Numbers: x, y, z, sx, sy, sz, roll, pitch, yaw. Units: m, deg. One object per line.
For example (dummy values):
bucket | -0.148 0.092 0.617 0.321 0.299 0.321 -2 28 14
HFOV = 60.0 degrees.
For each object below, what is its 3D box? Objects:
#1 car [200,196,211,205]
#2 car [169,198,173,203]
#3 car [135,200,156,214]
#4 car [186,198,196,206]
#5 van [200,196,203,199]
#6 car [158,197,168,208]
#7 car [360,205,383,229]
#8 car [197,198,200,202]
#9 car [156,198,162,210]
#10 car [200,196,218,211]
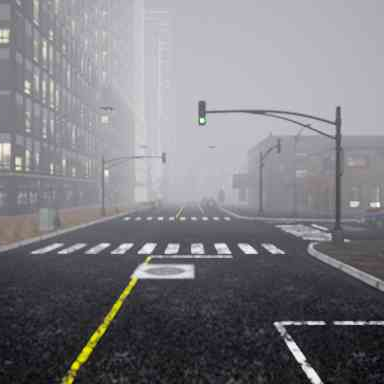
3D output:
car | 2.955 1.804 72.793 2.150 2.045 5.566 0 0 0
car | -5.848 2.210 86.227 1.752 1.417 4.829 -1 0 0
car | -5.924 1.850 41.075 1.752 1.417 4.829 -1 0 0
car | -0.143 2.041 69.026 2.128 1.511 4.902 0 0 0
van | 2.567 1.756 52.498 1.690 1.788 3.998 -1 0 0
car | -5.788 2.026 58.177 1.947 1.339 4.313 -1 0 0
car | 14.641 1.844 24.014 4.674 1.442 1.812 1 0 0
car | 2.554 1.775 58.142 2.192 1.841 5.009 -1 0 0
car | -5.765 1.937 46.889 1.947 1.339 4.313 -1 0 0
car | 2.580 1.810 46.853 1.967 1.590 4.097 -1 0 0
